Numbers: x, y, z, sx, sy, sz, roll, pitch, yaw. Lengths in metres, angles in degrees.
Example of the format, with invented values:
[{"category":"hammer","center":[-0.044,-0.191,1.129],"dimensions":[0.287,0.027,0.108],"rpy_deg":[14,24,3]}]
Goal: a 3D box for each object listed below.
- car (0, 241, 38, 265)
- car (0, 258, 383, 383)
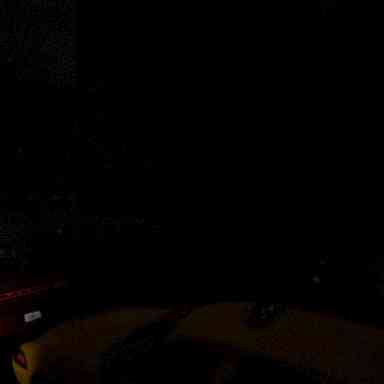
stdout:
[{"category":"car","center":[-3.948,1.523,5.745],"dimensions":[4.507,1.381,1.887],"rpy_deg":[0,0,35]},{"category":"car","center":[0.354,1.515,2.705],"dimensions":[4.829,1.417,1.752],"rpy_deg":[0,0,35]}]
